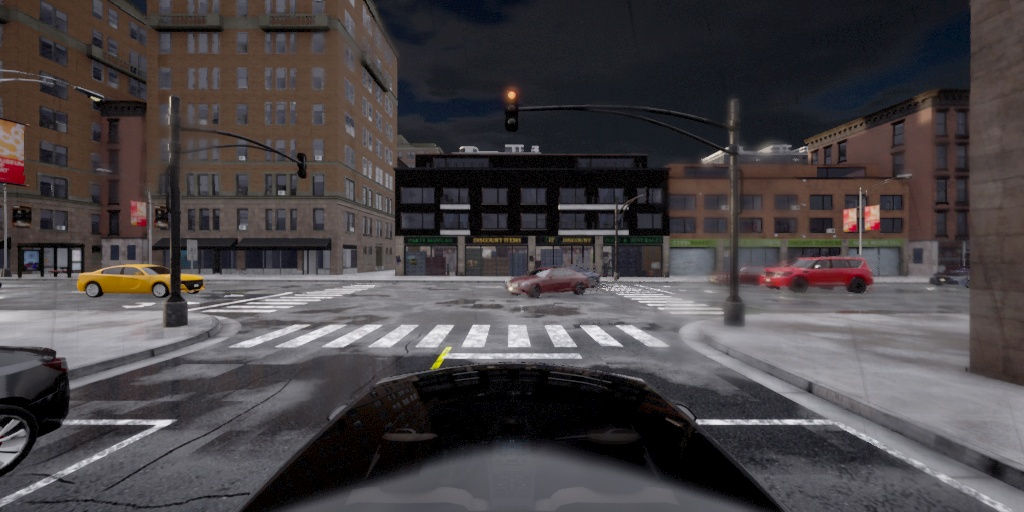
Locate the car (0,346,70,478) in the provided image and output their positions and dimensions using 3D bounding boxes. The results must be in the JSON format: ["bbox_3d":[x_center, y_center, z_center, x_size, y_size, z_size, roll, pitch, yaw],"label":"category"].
[{"bbox_3d":[-5.387,1.316,1.866,1.948,1.339,4.313,0,0,0],"label":"car"}]

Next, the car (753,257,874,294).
[{"bbox_3d":[17.738,1.069,20.973,5.566,2.045,2.150,0,0,-1],"label":"car"}]

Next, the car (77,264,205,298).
[{"bbox_3d":[-17.782,1.149,17.356,5.008,1.535,1.882,0,0,0],"label":"car"}]

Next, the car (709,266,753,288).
[{"bbox_3d":[15.837,1.363,24.213,4.674,1.442,1.812,0,0,0],"label":"car"}]

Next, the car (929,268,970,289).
[{"bbox_3d":[31.158,1.483,24.292,4.181,1.385,1.994,0,0,-1],"label":"car"}]

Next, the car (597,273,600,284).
[{"bbox_3d":[3.784,1.341,24.156,4.181,1.385,1.994,0,0,0],"label":"car"}]

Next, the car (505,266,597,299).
[{"bbox_3d":[1.857,1.292,18.120,4.674,1.442,1.812,0,-1,-34],"label":"car"}]

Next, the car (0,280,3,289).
[{"bbox_3d":[-27.848,1.150,17.310,4.674,1.442,1.812,0,0,0],"label":"car"}]
